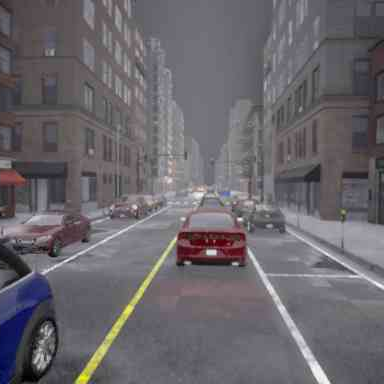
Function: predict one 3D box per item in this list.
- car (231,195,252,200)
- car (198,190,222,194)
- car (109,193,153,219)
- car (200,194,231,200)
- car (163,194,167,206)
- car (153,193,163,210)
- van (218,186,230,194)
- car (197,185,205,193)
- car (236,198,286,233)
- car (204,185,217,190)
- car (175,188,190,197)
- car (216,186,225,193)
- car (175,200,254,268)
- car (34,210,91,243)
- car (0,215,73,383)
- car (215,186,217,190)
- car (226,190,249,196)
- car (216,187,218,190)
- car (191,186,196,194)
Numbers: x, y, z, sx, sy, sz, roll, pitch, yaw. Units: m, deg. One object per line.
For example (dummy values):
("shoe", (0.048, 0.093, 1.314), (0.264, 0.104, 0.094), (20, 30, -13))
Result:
("car", (3.812, 1.109, 22.122), (1.802, 1.307, 4.206), (0, 1, 3))
("car", (1.779, 0.806, 32.851), (1.812, 1.442, 4.674), (0, 1, 3))
("car", (-4.200, 0.918, 22.566), (1.967, 1.590, 4.097), (0, 1, 3))
("car", (1.295, 1.073, 22.373), (1.994, 1.385, 4.181), (0, 1, 2))
("car", (-3.574, 0.789, 33.584), (2.008, 1.369, 4.403), (0, 1, 3))
("car", (-3.897, 0.887, 27.906), (1.752, 1.417, 4.829), (0, 1, 3))
("van", (5.977, 0.038, 60.165), (1.690, 1.788, 3.998), (0, 1, 3))
("car", (2.332, -0.536, 90.961), (1.882, 1.535, 5.008), (0, 1, 3))
("car", (3.499, 1.198, 16.612), (2.008, 1.369, 4.403), (0, 1, 3))
("car", (4.888, -0.602, 87.447), (2.097, 1.767, 4.553), (0, 1, 3))
("car", (-2.036, 0.198, 60.615), (2.008, 1.369, 4.403), (0, 1, 3))
("car", (7.591, -0.615, 88.518), (2.192, 1.841, 5.009), (0, 1, 3))
("car", (0.609, 1.246, 10.464), (1.882, 1.535, 5.008), (0, 1, 3))
("car", (-4.827, 1.300, 11.552), (1.802, 1.307, 4.206), (0, 1, 3))
("car", (-2.810, 1.285, 2.267), (2.097, 1.767, 4.553), (0, 1, 3))
("car", (7.267, -0.220, 82.853), (1.802, 1.307, 4.206), (0, 1, 3))
("car", (4.126, 0.848, 27.627), (1.967, 1.590, 4.097), (0, 1, 3))
("car", (6.621, 0.031, 71.511), (1.802, 1.307, 4.206), (0, 1, 3))
("car", (-0.755, -0.322, 83.131), (1.752, 1.417, 4.829), (0, 1, 3))
